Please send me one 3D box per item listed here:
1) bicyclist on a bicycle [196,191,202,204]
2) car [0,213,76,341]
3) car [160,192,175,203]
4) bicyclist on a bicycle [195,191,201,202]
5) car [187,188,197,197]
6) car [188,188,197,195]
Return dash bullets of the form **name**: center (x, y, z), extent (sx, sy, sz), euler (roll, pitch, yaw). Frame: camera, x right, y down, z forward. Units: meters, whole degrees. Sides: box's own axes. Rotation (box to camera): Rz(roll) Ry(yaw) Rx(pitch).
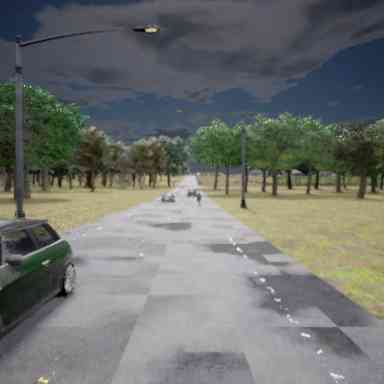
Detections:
- **bicyclist on a bicycle**: center (0.979, 0.897, 41.953), extent (0.582, 1.620, 1.656), euler (0, 1, 0)
- **car**: center (-3.598, 1.320, 5.386), extent (2.097, 1.767, 4.553), euler (0, 0, 0)
- **car**: center (-3.549, 0.805, 49.201), extent (2.128, 1.511, 4.902), euler (0, 1, 0)
- **bicyclist on a bicycle**: center (0.968, 0.676, 52.902), extent (0.866, 1.612, 1.509), euler (0, 1, 0)
- **car**: center (0.029, 0.242, 71.292), extent (1.812, 1.442, 4.674), euler (0, 2, 0)
- **car**: center (0.034, -0.191, 81.737), extent (2.128, 1.511, 4.902), euler (0, 2, 0)
